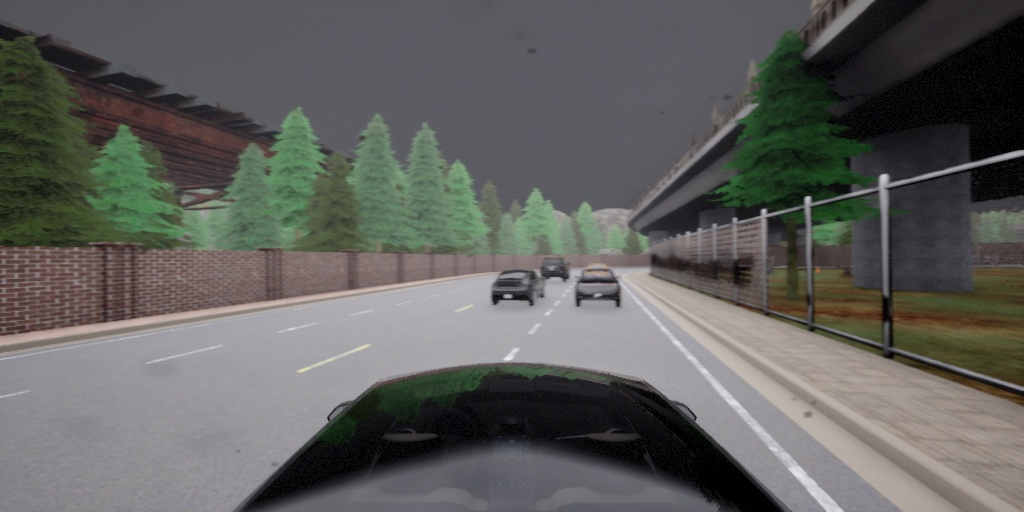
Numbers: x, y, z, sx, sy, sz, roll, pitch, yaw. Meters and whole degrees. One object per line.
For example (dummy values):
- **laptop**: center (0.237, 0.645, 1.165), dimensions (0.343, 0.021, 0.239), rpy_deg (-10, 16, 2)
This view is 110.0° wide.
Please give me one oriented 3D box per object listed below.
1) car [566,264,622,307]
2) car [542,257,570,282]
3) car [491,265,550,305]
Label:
- **car**: center (3.798, 1.300, 15.897), dimensions (2.128, 1.511, 4.902), rpy_deg (-1, 0, 13)
- **car**: center (3.778, 1.138, 31.036), dimensions (2.150, 2.045, 5.566), rpy_deg (-1, 0, 13)
- **car**: center (0.397, 1.365, 16.721), dimensions (1.837, 1.490, 4.892), rpy_deg (-1, 0, 14)
